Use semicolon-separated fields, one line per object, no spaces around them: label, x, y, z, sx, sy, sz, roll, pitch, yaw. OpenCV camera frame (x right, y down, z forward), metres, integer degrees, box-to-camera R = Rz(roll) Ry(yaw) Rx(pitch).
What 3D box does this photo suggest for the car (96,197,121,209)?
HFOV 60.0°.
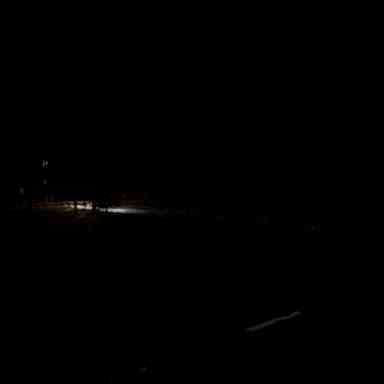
car;-10.596;1.352;41.533;1.895;1.301;4.718;-4;2;-35
